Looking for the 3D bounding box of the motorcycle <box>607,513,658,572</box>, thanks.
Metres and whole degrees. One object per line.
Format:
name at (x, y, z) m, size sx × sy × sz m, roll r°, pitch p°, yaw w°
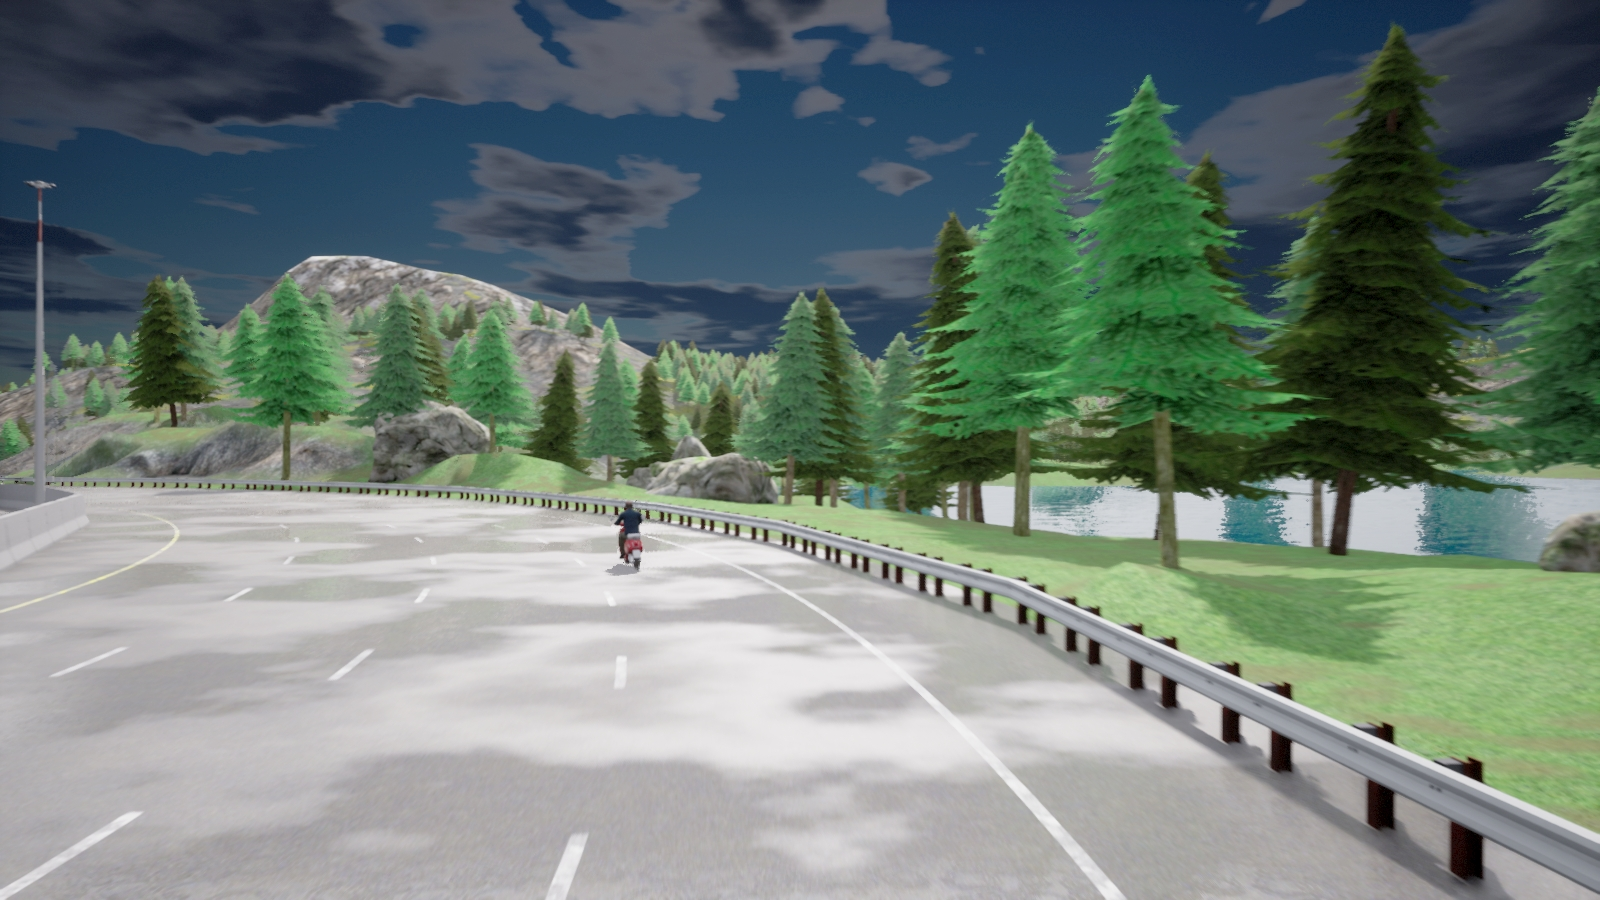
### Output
motorcycle at (-4.059, 2.202, 27.514) m, size 0.856 × 1.236 × 1.805 m, roll -3°, pitch 1°, yaw -18°
